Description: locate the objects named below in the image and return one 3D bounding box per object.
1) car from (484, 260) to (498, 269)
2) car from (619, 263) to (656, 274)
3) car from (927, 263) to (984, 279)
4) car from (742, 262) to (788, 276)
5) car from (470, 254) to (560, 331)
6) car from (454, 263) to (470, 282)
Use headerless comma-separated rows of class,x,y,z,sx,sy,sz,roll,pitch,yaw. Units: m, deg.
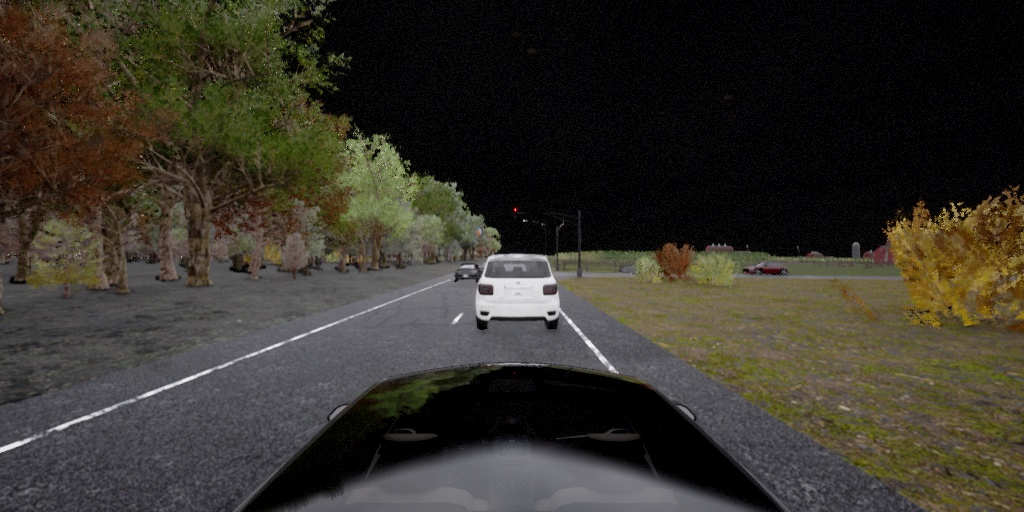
car,-3.316,1.321,56.740,1.895,1.301,4.718,0,0,0
car,15.036,1.510,43.158,4.181,1.385,1.994,1,-1,3
car,48.990,1.821,39.222,4.181,1.385,1.994,1,-1,0
car,30.211,1.461,42.934,4.553,1.767,2.097,1,-1,0
car,0.122,0.968,11.129,2.150,2.045,5.566,0,0,-1
car,-3.359,1.264,28.215,1.812,1.442,4.674,0,0,0
